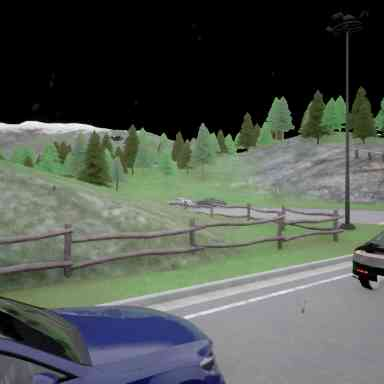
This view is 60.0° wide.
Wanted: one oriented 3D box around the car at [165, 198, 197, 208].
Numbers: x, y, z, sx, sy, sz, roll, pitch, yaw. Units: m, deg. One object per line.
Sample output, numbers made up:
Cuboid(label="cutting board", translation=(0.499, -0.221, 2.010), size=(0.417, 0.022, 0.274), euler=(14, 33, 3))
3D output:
Cuboid(label="car", translation=(-2.176, 1.527, 46.861), size=(4.674, 1.442, 1.812), euler=(0, 0, 23))

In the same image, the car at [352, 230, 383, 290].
Cuboid(label="car", translation=(5.729, 1.492, 7.838), size=(4.902, 1.511, 2.128), euler=(0, 0, -35))

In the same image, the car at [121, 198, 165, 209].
Cuboid(label="car", translation=(-6.849, 1.548, 44.934), size=(5.357, 1.411, 2.033), euler=(0, 0, 15))

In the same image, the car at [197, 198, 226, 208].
Cuboid(label="car", translation=(2.274, 1.549, 48.789), size=(5.357, 1.411, 2.033), euler=(0, 0, 25))

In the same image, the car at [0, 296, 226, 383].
Cuboid(label="car", translation=(-1.877, 1.526, 2.436), size=(4.674, 1.442, 1.812), euler=(0, 0, -35))
